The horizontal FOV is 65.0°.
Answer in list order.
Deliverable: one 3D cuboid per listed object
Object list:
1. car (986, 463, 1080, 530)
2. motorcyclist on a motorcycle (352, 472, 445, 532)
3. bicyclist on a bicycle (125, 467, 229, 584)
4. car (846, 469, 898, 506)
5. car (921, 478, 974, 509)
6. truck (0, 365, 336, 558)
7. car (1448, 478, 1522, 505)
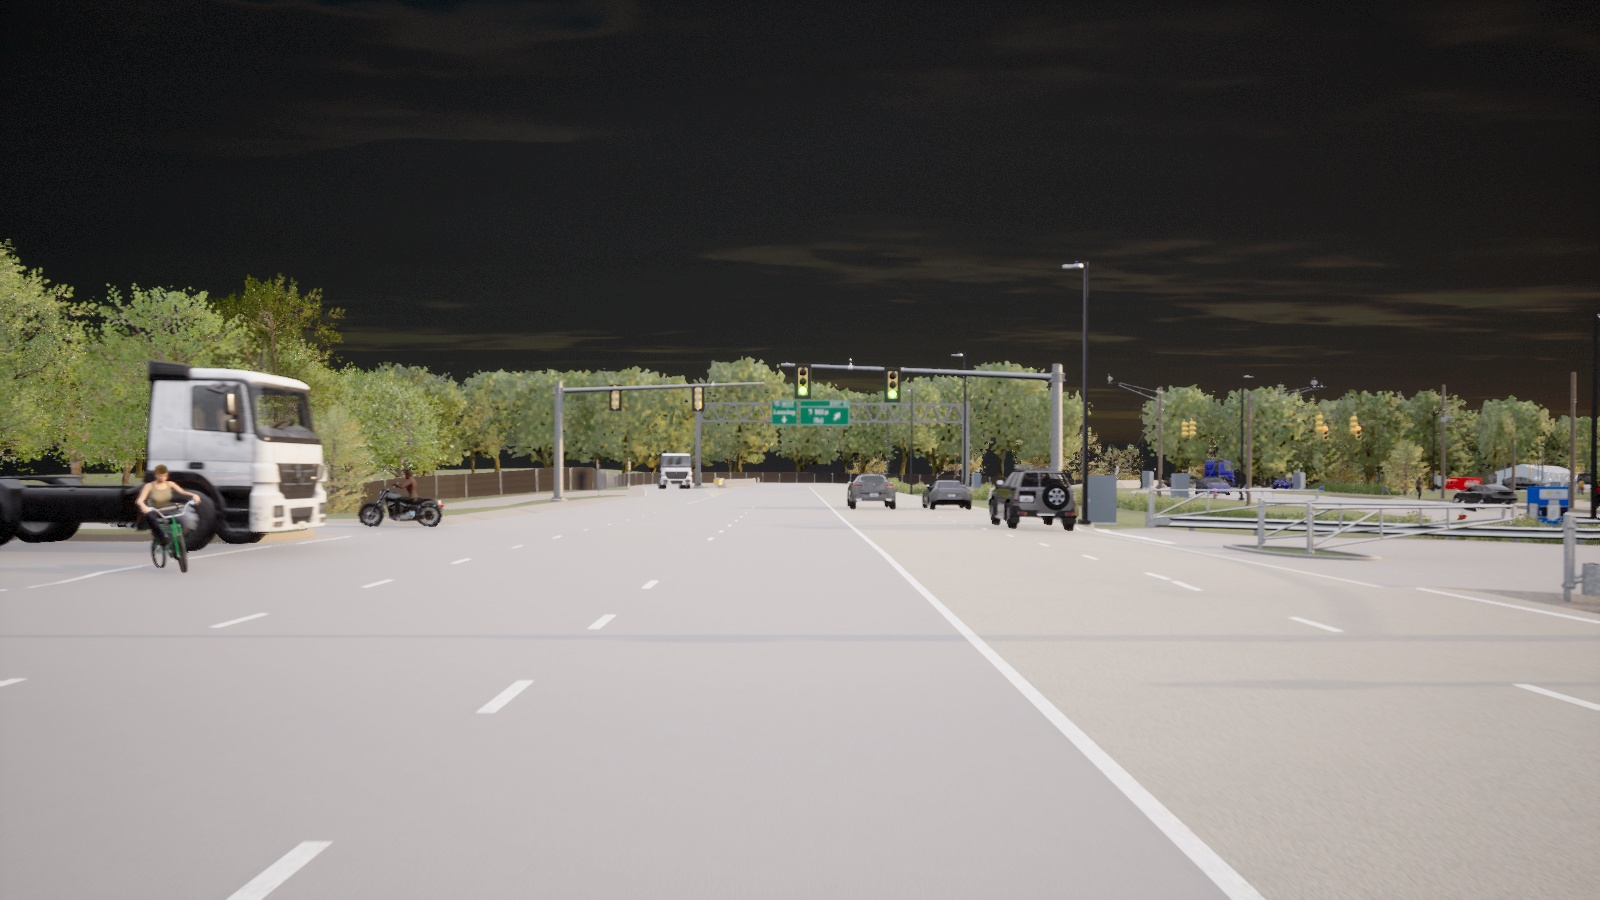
[{"bbox_3d":[6.924,1.342,37.767,1.932,1.855,4.605,1,-1,-1],"label":"car"},{"bbox_3d":[-11.233,1.459,35.169,2.350,1.649,0.766,0,-1,0],"label":"motorcyclist on a motorcycle"},{"bbox_3d":[-9.415,1.097,18.957,0.866,1.612,1.509,-7,4,-44],"label":"bicyclist on a bicycle"},{"bbox_3d":[3.358,1.753,59.566,2.152,1.651,5.027,0,-1,0],"label":"car"},{"bbox_3d":[6.860,2.011,58.863,1.994,1.385,4.181,0,-1,0],"label":"car"},{"bbox_3d":[-13.389,0.227,24.002,7.936,3.462,2.891,0,-1,0],"label":"truck"},{"bbox_3d":[41.539,2.487,76.240,1.837,1.490,4.892,0,-1,0],"label":"car"}]
